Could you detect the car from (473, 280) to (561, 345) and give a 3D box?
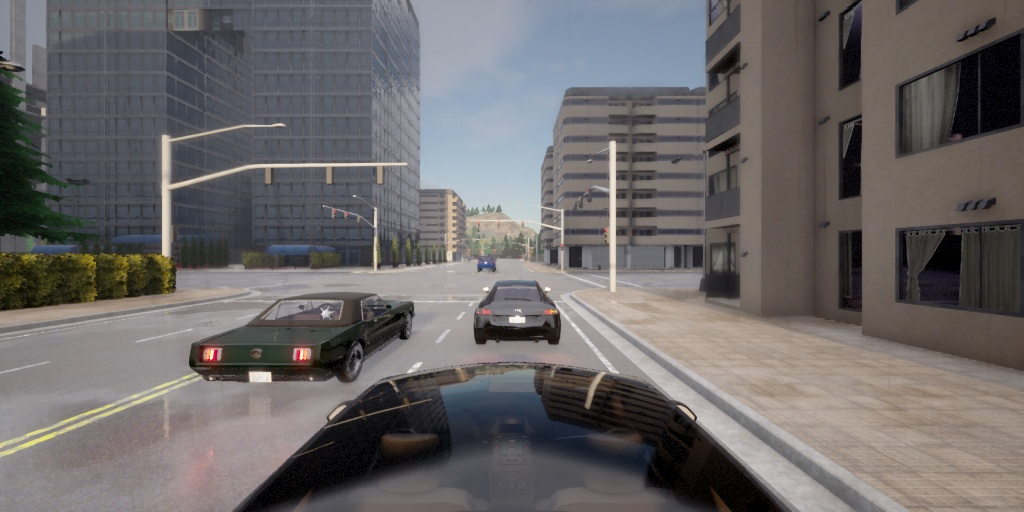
[{"bbox_3d":[0.130,1.314,9.545,1.994,1.385,4.181,0,0,1],"label":"car"}]

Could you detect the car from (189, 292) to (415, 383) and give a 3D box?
[{"bbox_3d":[-3.381,1.351,7.067,1.895,1.301,4.718,0,0,0],"label":"car"}]

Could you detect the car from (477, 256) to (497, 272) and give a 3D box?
[{"bbox_3d":[-3.211,0.971,46.304,2.150,2.045,5.566,0,0,0],"label":"car"}]
